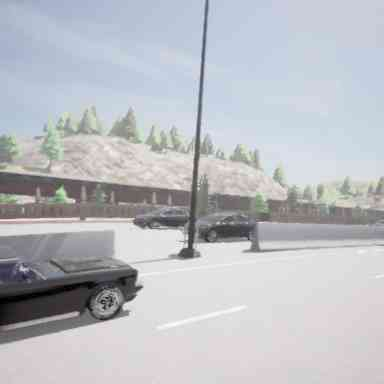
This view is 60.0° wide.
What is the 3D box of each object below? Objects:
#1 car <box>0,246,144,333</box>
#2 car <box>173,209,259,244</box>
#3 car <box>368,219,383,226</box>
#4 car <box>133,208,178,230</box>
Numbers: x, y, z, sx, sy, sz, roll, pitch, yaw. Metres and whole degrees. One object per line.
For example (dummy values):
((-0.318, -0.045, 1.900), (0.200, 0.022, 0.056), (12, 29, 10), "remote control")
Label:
((-3.258, 1.618, 5.721), (4.718, 1.301, 1.895), (1, 0, -35), "car")
((1.698, 1.884, 18.098), (4.892, 1.490, 1.837), (4, -2, -35), "car")
((20.958, 3.746, 36.100), (4.892, 1.490, 1.837), (6, -3, -35), "car")
((-1.851, 1.920, 24.163), (4.892, 1.490, 1.837), (4, -2, -35), "car")
